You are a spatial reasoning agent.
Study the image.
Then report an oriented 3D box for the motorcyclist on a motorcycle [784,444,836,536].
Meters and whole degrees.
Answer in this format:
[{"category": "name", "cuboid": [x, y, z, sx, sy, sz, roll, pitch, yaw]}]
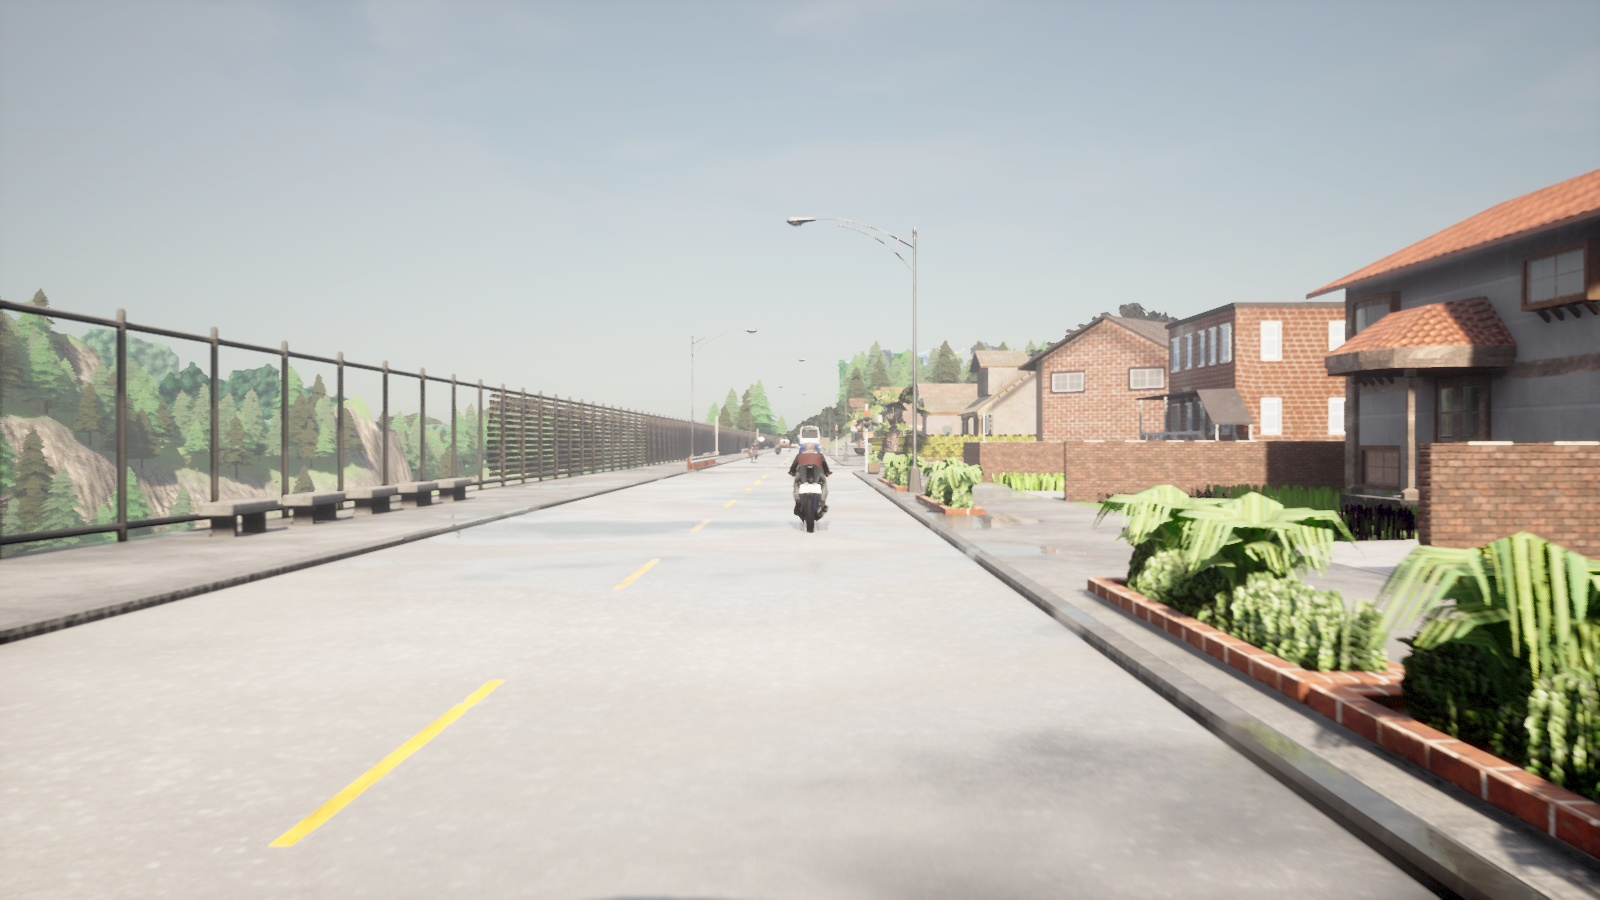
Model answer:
[{"category": "motorcyclist on a motorcycle", "cuboid": [0.174, 0.658, 21.945, 0.866, 1.530, 2.191, 0, 0, 0]}]
